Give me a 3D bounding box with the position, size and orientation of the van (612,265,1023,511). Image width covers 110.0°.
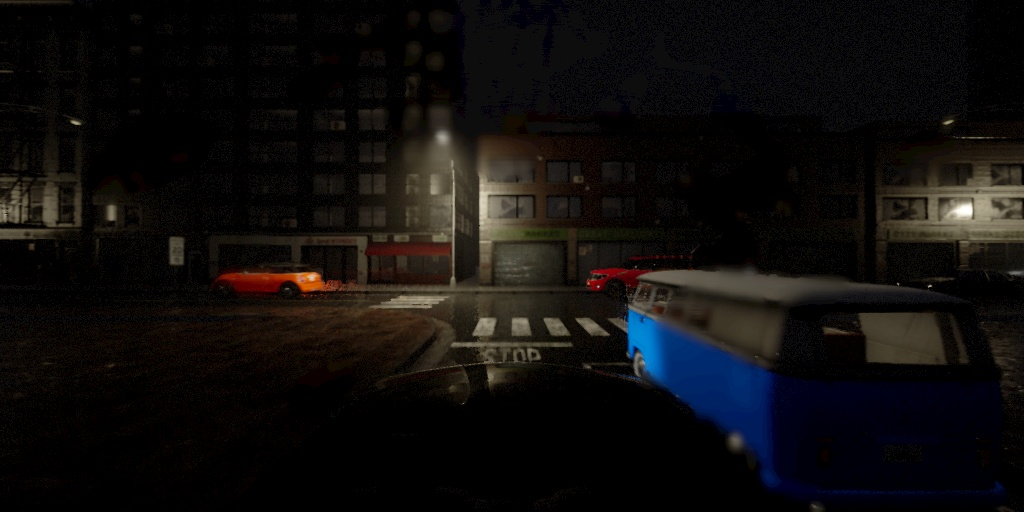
[{"bbox_3d":[2.638,1.099,4.264,1.690,1.789,3.998,0,0,0],"label":"van"}]

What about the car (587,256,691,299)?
[{"bbox_3d":[6.549,1.011,17.678,5.566,2.045,2.150,0,-1,0],"label":"car"}]

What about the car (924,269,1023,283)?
[{"bbox_3d":[22.276,1.326,17.646,5.357,1.411,2.033,0,-1,0],"label":"car"}]

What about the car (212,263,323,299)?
[{"bbox_3d":[-12.005,1.146,17.748,4.553,1.767,2.097,0,0,0],"label":"car"}]
